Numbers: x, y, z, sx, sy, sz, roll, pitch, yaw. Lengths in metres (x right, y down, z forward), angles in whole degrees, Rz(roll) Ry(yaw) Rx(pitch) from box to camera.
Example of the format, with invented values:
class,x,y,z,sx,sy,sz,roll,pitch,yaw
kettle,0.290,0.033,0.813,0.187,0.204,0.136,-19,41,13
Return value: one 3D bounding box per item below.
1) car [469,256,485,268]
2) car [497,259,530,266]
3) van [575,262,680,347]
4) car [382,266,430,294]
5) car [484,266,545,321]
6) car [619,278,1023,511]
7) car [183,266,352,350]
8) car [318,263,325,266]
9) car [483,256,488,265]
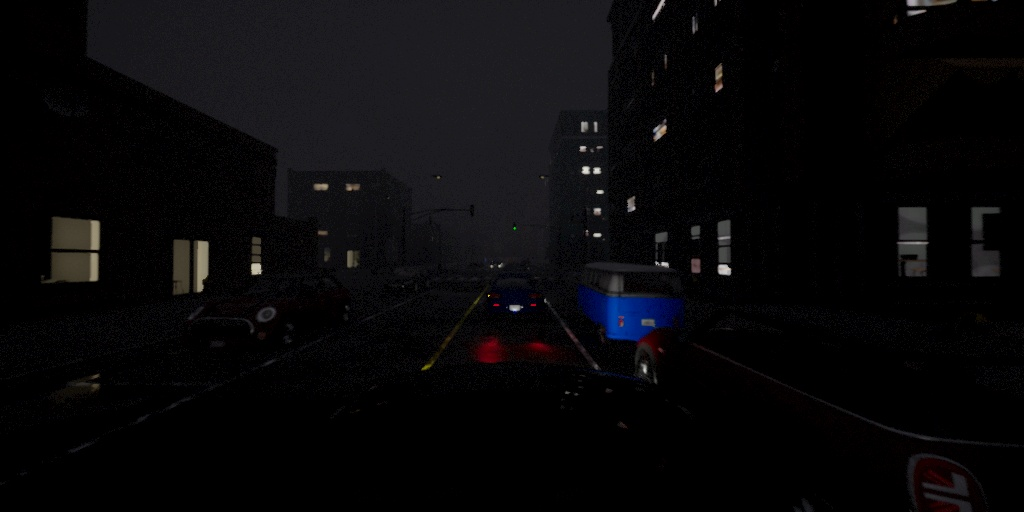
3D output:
class,x,y,z,sx,sy,sz,roll,pitch,yaw
car,-5.894,1.126,57.696,1.888,1.381,4.507,0,0,0
car,0.321,1.219,28.041,2.033,1.411,5.357,0,0,4
van,2.676,1.068,8.939,1.690,1.789,3.998,0,0,0
car,-5.730,1.247,19.741,2.007,1.370,4.403,0,0,0
car,0.078,1.244,12.179,1.812,1.442,4.674,0,0,0
car,2.688,1.184,3.532,1.967,1.591,4.097,0,0,0
car,-5.705,1.169,8.927,1.967,1.591,4.097,0,0,0
car,-19.369,1.267,34.957,4.507,1.381,1.888,0,0,0
car,-5.831,1.108,63.378,1.888,1.381,4.507,0,0,0
